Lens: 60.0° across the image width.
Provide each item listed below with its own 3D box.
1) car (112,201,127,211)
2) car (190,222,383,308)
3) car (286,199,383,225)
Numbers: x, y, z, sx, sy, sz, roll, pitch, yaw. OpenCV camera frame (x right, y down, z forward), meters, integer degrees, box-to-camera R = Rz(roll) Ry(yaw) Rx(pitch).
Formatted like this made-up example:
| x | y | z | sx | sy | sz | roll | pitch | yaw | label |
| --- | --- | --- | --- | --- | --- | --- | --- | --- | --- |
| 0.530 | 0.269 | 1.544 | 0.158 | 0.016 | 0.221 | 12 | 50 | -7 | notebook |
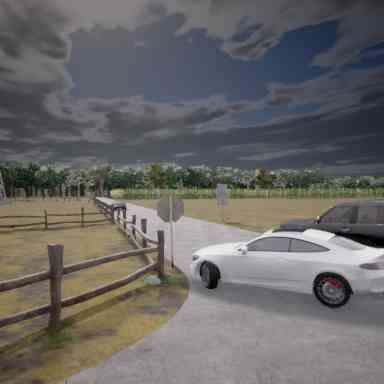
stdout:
| x | y | z | sx | sy | sz | roll | pitch | yaw | label |
| --- | --- | --- | --- | --- | --- | --- | --- | --- | --- |
| -10.884 | 1.988 | 49.471 | 2.033 | 1.411 | 5.357 | -2 | 0 | -18 | car |
| 2.154 | 1.615 | 8.052 | 4.674 | 1.442 | 1.812 | -2 | 0 | 32 | car |
| 5.110 | 1.231 | 9.836 | 2.150 | 2.045 | 5.566 | -2 | 0 | -40 | car |
